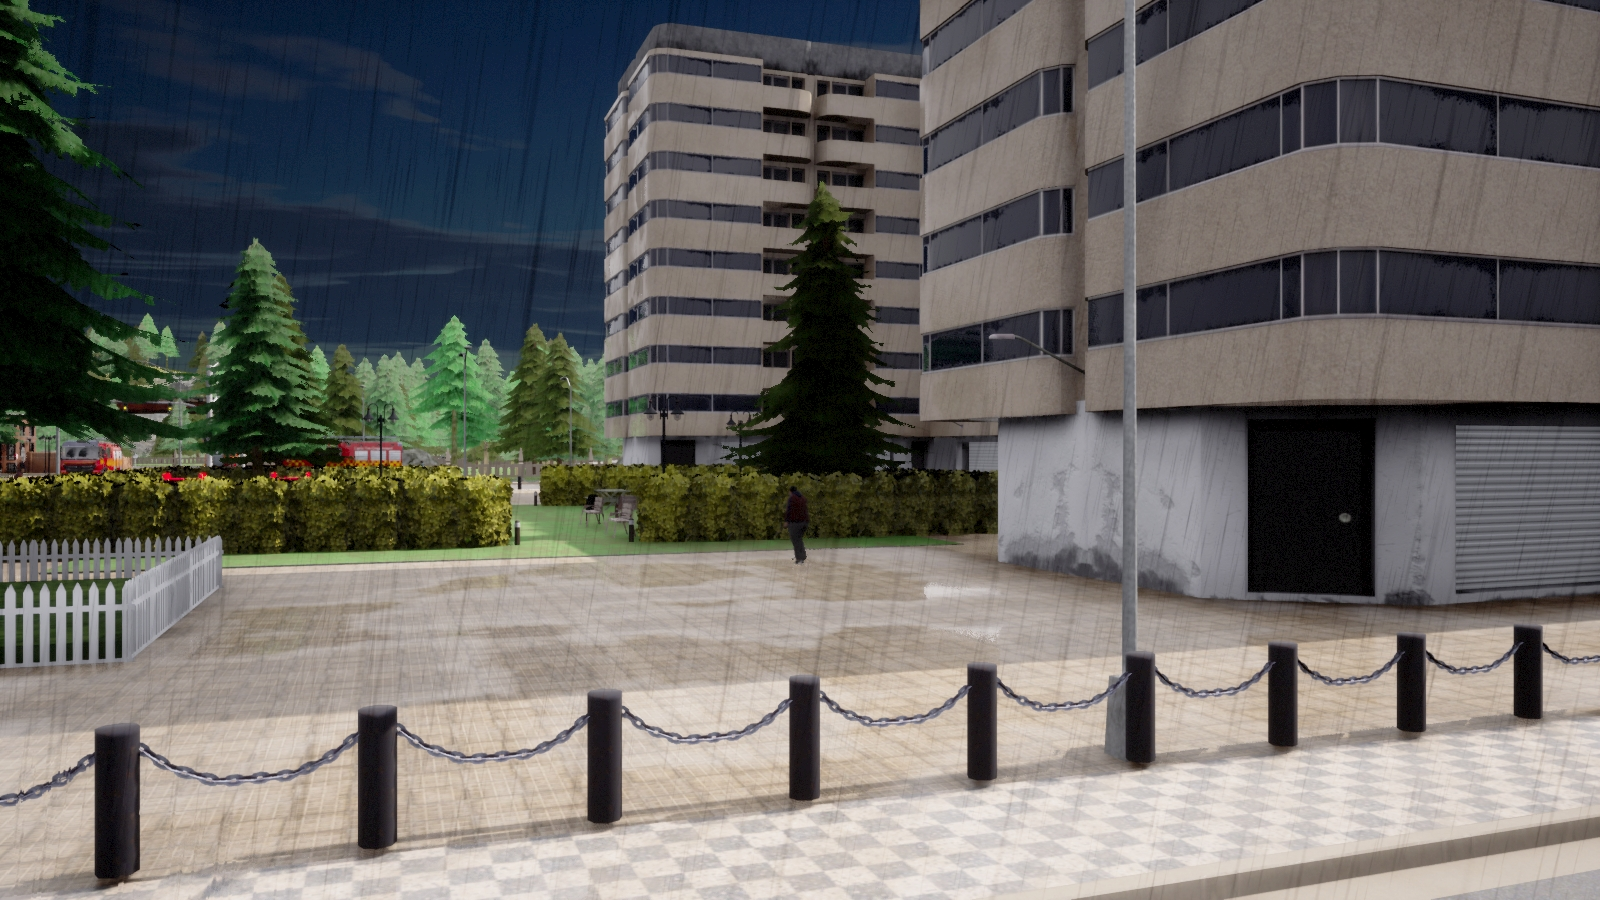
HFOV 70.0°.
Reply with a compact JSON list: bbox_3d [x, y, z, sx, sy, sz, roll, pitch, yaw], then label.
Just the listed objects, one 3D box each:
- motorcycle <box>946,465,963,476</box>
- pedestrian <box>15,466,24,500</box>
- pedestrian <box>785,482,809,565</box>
[{"bbox_3d":[16.084,2.131,119.009,0.803,1.199,2.033,0,0,-20],"label":"motorcycle"},{"bbox_3d":[-43.443,1.848,63.579,0.375,1.860,0.375,0,0,-24],"label":"pedestrian"},{"bbox_3d":[-0.067,1.675,26.115,0.375,1.860,0.375,0,0,-43],"label":"pedestrian"}]
